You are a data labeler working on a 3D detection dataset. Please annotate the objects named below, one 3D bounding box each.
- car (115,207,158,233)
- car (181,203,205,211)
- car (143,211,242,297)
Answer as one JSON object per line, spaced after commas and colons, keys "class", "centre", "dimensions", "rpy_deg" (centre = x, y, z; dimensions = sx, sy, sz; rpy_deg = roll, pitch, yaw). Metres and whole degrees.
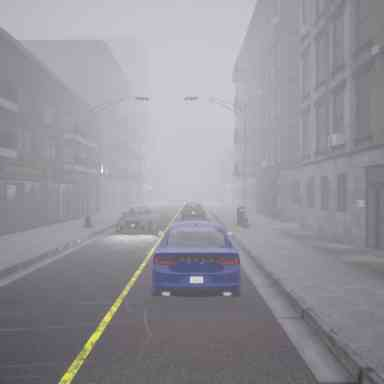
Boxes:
{"class": "car", "centre": [-3.105, 1.562, 19.386], "dimensions": [1.994, 1.385, 4.181], "rpy_deg": [0, 0, 0]}
{"class": "car", "centre": [0.092, 1.560, 27.592], "dimensions": [1.994, 1.385, 4.181], "rpy_deg": [0, 0, 0]}
{"class": "car", "centre": [0.096, 1.478, 8.637], "dimensions": [1.882, 1.535, 5.008], "rpy_deg": [0, 0, 0]}
